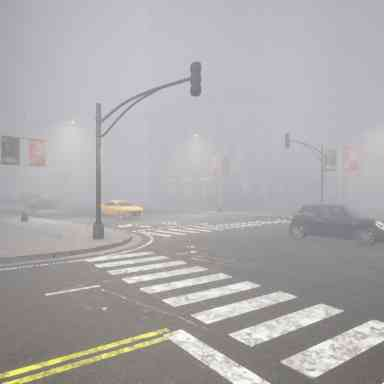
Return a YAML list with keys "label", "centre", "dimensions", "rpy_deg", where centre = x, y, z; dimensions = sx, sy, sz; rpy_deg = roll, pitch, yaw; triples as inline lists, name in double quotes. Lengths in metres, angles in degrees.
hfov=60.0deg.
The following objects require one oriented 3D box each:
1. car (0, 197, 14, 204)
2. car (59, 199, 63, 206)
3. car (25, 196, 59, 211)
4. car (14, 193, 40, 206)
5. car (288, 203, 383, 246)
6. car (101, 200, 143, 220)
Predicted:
- label: "car"
  centre: [-33.703, 1.532, 60.944]
  dimensions: [1.994, 1.385, 4.181]
  rpy_deg: [0, 0, -45]
- label: "car"
  centre: [-23.096, 1.546, 54.929]
  dimensions: [4.181, 1.385, 1.994]
  rpy_deg: [0, 0, 44]
- label: "car"
  centre: [-18.546, 1.545, 40.885]
  dimensions: [1.994, 1.385, 4.181]
  rpy_deg: [0, 0, -45]
- label: "car"
  centre: [-26.122, 1.198, 53.350]
  dimensions: [5.566, 2.045, 2.150]
  rpy_deg: [0, 0, 45]
- label: "car"
  centre: [6.882, 1.354, 15.375]
  dimensions: [2.097, 1.767, 4.553]
  rpy_deg: [0, 0, -45]
- label: "car"
  centre: [-6.140, 1.467, 28.430]
  dimensions: [1.882, 1.535, 5.008]
  rpy_deg: [0, 0, -45]
